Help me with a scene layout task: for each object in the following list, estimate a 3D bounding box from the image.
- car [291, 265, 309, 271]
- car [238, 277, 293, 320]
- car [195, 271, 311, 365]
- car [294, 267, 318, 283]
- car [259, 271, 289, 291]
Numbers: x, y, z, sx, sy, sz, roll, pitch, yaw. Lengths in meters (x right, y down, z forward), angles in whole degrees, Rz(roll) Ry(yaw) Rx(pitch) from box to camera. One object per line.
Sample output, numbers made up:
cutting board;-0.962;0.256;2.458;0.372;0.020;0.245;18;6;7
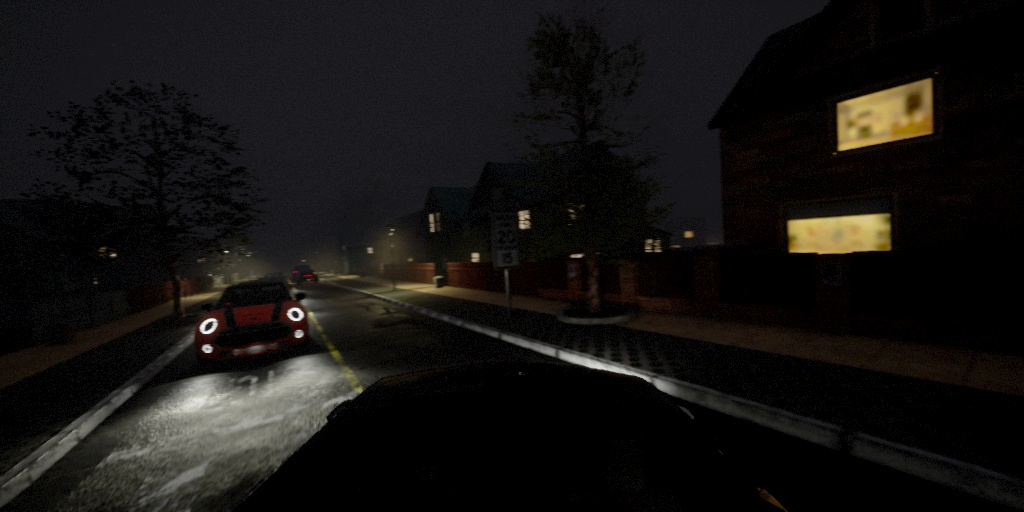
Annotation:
car;-27.690;2.222;47.231;2.150;2.045;5.566;-5;1;-33
car;-11.569;1.870;17.015;1.812;1.442;4.674;-5;1;-33
car;-6.763;1.474;9.575;2.097;1.767;4.553;-5;1;-33
car;-22.076;2.244;38.617;1.837;1.490;4.892;-5;1;-33
car;-22.690;2.349;34.247;2.128;1.511;4.902;-5;1;-33
